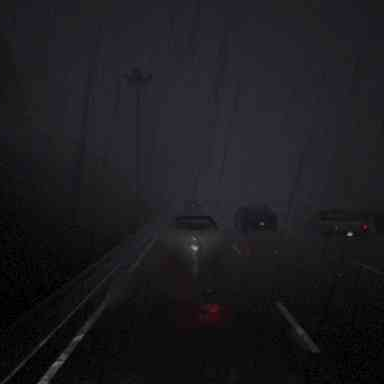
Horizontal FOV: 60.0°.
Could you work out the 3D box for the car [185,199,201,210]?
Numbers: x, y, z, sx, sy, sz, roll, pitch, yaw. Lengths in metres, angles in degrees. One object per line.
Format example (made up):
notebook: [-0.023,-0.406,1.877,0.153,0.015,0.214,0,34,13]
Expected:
car: [0.089,1.564,41.243,1.994,1.385,4.181,0,0,0]

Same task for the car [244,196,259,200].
car: [10.123,1.505,57.196,1.837,1.490,4.892,1,0,-7]

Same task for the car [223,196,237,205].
car: [6.493,1.478,57.964,1.882,1.535,5.008,1,0,-8]

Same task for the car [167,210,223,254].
car: [0.098,1.601,13.378,1.895,1.301,4.718,0,0,0]

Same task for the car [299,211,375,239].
car: [7.096,1.601,17.164,1.895,1.301,4.718,0,0,0]

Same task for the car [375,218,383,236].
car: [10.598,1.601,15.574,1.895,1.301,4.718,0,0,0]

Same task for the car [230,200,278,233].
car: [3.595,1.478,19.509,1.882,1.535,5.008,0,0,0]

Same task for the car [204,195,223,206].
car: [3.247,1.352,55.330,2.097,1.767,4.553,0,0,-5]
